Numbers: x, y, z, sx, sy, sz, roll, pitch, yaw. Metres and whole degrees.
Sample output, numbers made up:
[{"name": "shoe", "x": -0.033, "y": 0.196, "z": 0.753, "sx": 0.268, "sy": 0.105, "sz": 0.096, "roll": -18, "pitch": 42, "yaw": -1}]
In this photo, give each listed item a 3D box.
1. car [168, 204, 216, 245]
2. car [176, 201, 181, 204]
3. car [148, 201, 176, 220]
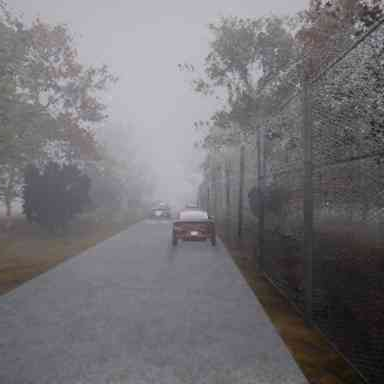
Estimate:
[{"name": "car", "x": 0.083, "y": 1.540, "z": 15.957, "sx": 1.882, "sy": 1.535, "sz": 5.008, "roll": 0, "pitch": 0, "yaw": 0}, {"name": "car", "x": -3.105, "y": 2.701, "z": 71.699, "sx": 2.128, "sy": 1.511, "sz": 4.902, "roll": 0, "pitch": -2, "yaw": -1}, {"name": "car", "x": -2.913, "y": 1.731, "z": 31.101, "sx": 2.128, "sy": 1.511, "sz": 4.902, "roll": 0, "pitch": -1, "yaw": 0}]
